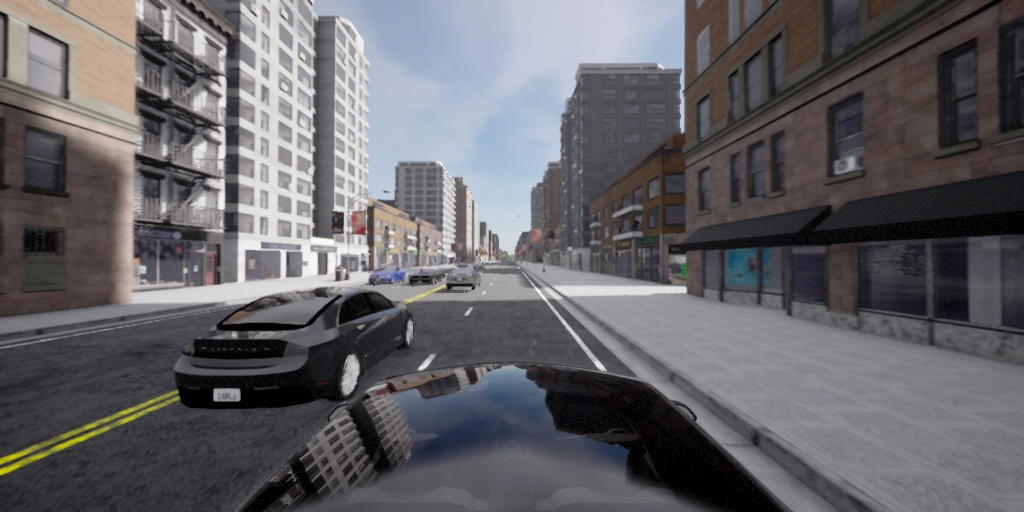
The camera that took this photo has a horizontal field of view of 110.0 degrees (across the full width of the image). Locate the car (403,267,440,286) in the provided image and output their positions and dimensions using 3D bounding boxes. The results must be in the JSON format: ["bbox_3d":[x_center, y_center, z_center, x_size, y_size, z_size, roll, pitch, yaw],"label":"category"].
[{"bbox_3d":[-6.598,1.563,27.863,1.895,1.301,4.718,0,0,0],"label":"car"}]

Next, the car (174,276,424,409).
[{"bbox_3d":[-3.163,1.295,6.408,1.837,1.490,4.892,0,0,0],"label":"car"}]

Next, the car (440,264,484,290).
[{"bbox_3d":[-3.152,1.478,24.069,2.033,1.411,5.357,0,0,0],"label":"car"}]

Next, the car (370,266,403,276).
[{"bbox_3d":[-9.855,1.496,28.763,1.812,1.442,4.674,0,0,0],"label":"car"}]
